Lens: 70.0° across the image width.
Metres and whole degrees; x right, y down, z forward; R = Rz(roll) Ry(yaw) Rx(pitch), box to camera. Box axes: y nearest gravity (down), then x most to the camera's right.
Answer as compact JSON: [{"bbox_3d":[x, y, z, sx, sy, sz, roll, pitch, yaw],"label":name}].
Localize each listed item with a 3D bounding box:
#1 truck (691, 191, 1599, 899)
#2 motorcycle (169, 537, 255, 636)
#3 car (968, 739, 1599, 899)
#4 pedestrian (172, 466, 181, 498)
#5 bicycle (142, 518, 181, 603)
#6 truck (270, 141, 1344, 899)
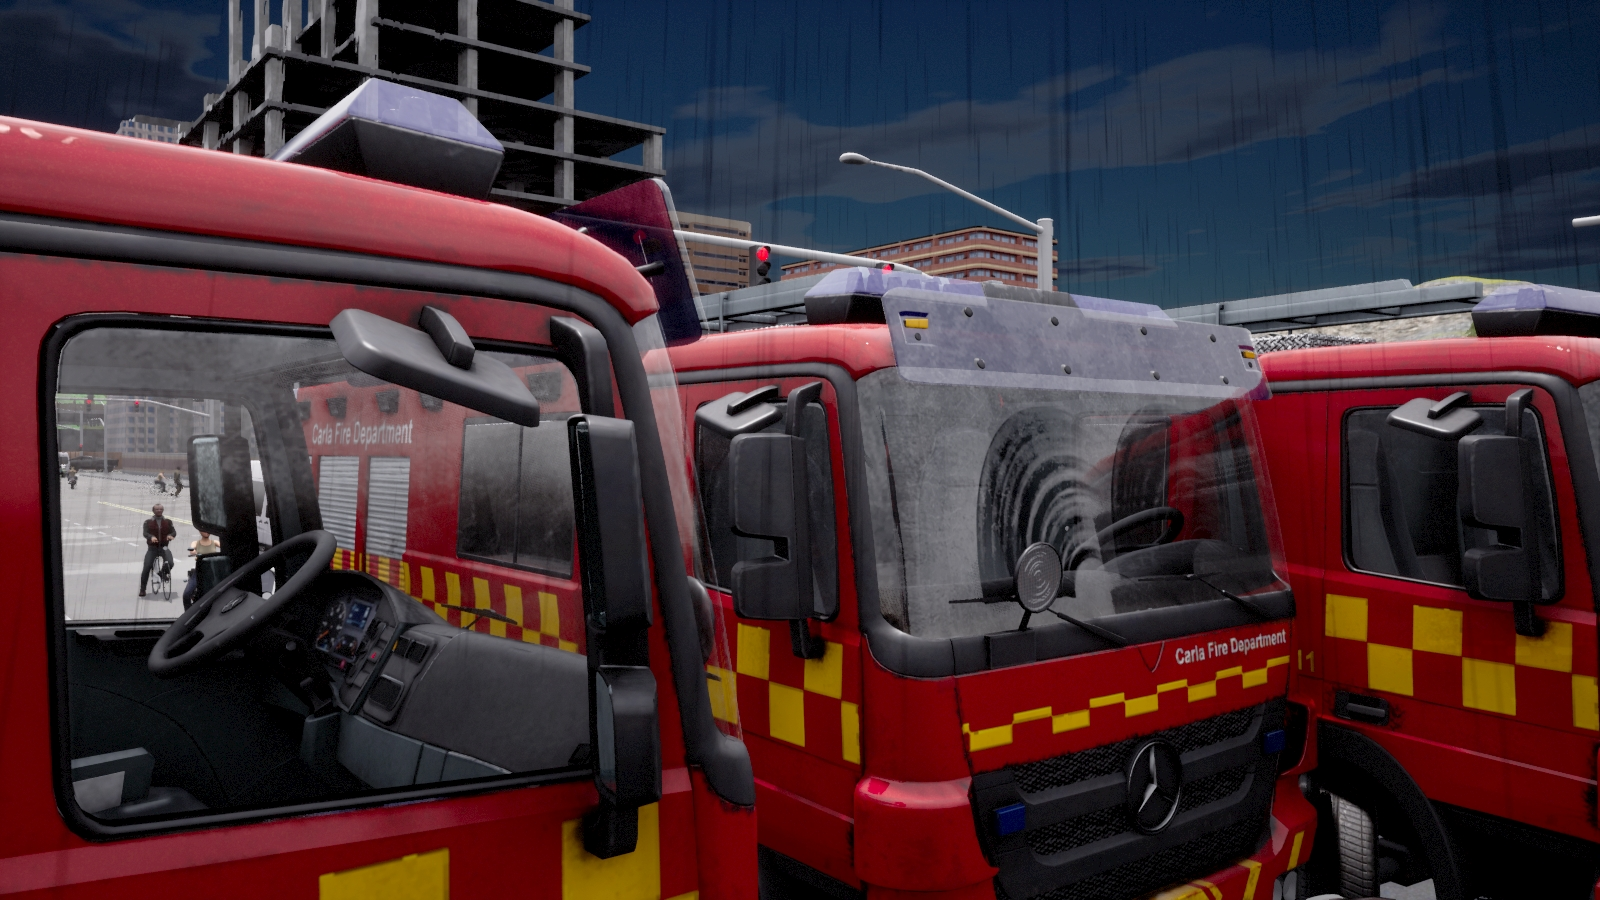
[{"bbox_3d":[2.348,0.890,8.605,2.891,3.827,8.468,0,0,-31],"label":"truck"},{"bbox_3d":[-9.533,2.155,18.464,0.764,1.307,2.356,0,0,-39],"label":"motorcycle"},{"bbox_3d":[2.437,2.065,3.109,1.970,1.475,3.806,0,0,-30],"label":"car"},{"bbox_3d":[-36.132,1.835,66.218,0.375,1.860,0.375,0,0,-40],"label":"pedestrian"},{"bbox_3d":[-12.095,2.060,21.614,0.329,1.471,1.835,0,0,-39],"label":"bicycle"},{"bbox_3d":[-1.099,0.890,8.003,2.891,3.827,8.468,0,0,-38],"label":"truck"}]
